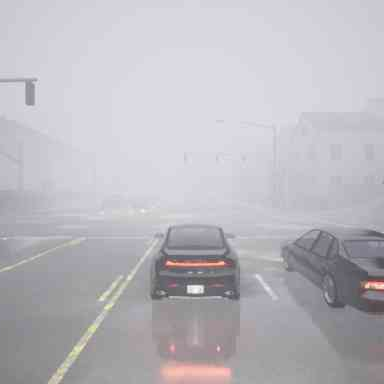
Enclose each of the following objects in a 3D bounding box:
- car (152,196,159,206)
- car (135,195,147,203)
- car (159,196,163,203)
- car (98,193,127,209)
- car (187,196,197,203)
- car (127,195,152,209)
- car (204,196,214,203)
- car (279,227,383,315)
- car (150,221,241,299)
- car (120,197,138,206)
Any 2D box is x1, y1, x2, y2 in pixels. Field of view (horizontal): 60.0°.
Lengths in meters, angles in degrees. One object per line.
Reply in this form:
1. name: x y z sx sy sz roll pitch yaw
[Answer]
1. car: -7.089 1.497 55.452 1.837 1.490 4.892 0 0 0
2. car: -10.499 1.491 68.731 1.837 1.490 4.892 0 0 0
3. car: -6.999 1.532 69.060 2.033 1.411 5.357 0 0 0
4. car: -10.600 1.214 44.974 2.150 2.045 5.566 0 0 0
5. car: 0.001 1.536 69.176 2.033 1.411 5.357 0 0 0
6. car: -7.098 1.470 45.189 1.882 1.535 5.008 0 0 0
7. car: 3.499 1.534 69.176 2.033 1.411 5.357 0 0 0
8. car: 3.575 1.546 7.834 2.033 1.411 5.357 0 0 0
9. car: 0.075 1.503 8.410 1.837 1.490 4.892 0 0 0
10. car: -10.584 1.539 55.884 2.033 1.411 5.357 0 0 0
